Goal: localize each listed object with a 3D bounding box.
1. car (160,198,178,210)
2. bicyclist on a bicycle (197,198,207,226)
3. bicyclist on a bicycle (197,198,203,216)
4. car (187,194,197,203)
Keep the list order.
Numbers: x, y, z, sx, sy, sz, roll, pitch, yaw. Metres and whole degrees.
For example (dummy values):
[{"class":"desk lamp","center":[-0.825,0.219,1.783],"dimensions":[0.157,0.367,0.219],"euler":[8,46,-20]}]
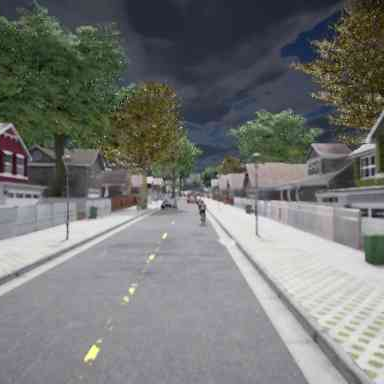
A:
[{"class":"car","center":[-2.839,1.506,42.104],"dimensions":[1.994,1.385,4.181],"euler":[0,0,0]},{"class":"bicyclist on a bicycle","center":[0.757,1.413,22.372],"dimensions":[0.582,1.620,1.656],"euler":[0,0,0]},{"class":"bicyclist on a bicycle","center":[0.757,1.402,31.387],"dimensions":[0.582,1.620,1.656],"euler":[0,0,0]},{"class":"car","center":[0.027,1.508,65.205],"dimensions":[1.994,1.385,4.181],"euler":[0,0,1]}]
